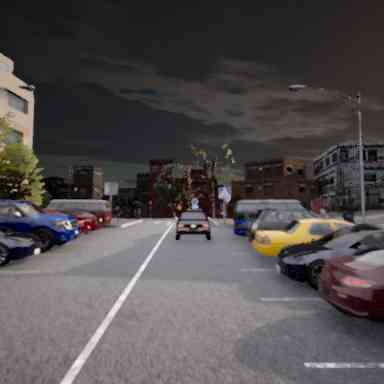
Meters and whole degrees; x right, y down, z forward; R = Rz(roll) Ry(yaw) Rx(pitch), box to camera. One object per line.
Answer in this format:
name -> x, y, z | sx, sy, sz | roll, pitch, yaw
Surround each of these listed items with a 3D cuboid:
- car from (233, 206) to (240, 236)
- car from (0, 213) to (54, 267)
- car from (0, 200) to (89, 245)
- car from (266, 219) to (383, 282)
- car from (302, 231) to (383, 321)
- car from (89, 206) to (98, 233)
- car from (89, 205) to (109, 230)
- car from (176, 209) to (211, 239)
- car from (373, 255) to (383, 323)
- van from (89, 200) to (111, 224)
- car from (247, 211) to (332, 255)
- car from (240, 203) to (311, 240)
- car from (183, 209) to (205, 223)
car -> 4.644, 1.642, 17.180 | 5.008, 1.535, 2.097 | 0, -1, 0
car -> -7.646, 1.612, 11.302 | 4.792, 1.488, 2.163 | 0, -1, 0
car -> -7.655, 1.356, 14.098 | 5.566, 2.045, 2.435 | 0, -1, 0
car -> 4.632, 1.590, 8.681 | 4.792, 1.488, 2.163 | 0, -1, 0
car -> 4.665, 1.575, 5.891 | 4.674, 1.452, 2.002 | 0, -1, 0
car -> -7.689, 1.636, 16.830 | 5.008, 1.535, 2.097 | 0, -1, -1
car -> -7.727, 1.712, 19.661 | 4.792, 1.488, 2.163 | 0, -1, 0
car -> 0.058, 1.731, 18.466 | 2.033, 1.411, 5.357 | 0, -1, 0
car -> 4.673, 1.551, 3.224 | 4.674, 1.452, 2.002 | 0, -1, 0
van -> -7.821, 1.524, 22.452 | 4.442, 1.987, 1.878 | 0, -1, 0
car -> 4.839, 1.583, 11.473 | 5.366, 1.575, 1.946 | 0, -1, 0
car -> 4.615, 1.486, 14.392 | 4.553, 1.767, 2.185 | 0, -1, 0
car -> 0.265, 2.258, 32.003 | 1.895, 1.301, 4.718 | 0, -3, 3
